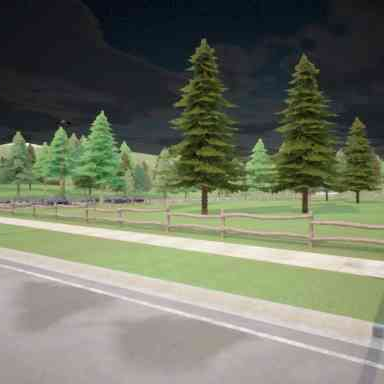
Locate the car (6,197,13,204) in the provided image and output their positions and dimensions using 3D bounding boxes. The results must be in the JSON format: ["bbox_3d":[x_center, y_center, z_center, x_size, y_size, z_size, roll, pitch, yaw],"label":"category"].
[{"bbox_3d":[-26.246,1.489,53.152,2.128,1.511,4.902,0,0,35],"label":"car"}]

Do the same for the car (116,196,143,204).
[{"bbox_3d":[-11.310,1.504,62.193,1.837,1.490,4.892,0,0,35],"label":"car"}]

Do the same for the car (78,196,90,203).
[{"bbox_3d":[-20.692,1.522,66.982,2.128,1.511,4.902,0,0,35],"label":"car"}]

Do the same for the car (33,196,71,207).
[{"bbox_3d":[-20.433,1.349,49.259,2.097,1.767,4.553,0,0,35],"label":"car"}]

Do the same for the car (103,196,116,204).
[{"bbox_3d":[-14.195,1.545,64.127,2.033,1.411,5.357,0,0,36],"label":"car"}]

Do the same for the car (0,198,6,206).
[{"bbox_3d":[-29.500,1.487,54.598,2.128,1.511,4.902,0,0,35],"label":"car"}]

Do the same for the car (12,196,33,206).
[{"bbox_3d":[-23.969,1.598,50.315,1.895,1.301,4.718,0,0,35],"label":"car"}]

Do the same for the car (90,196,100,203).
[{"bbox_3d":[-17.275,1.560,65.796,1.994,1.385,4.181,0,0,36],"label":"car"}]
